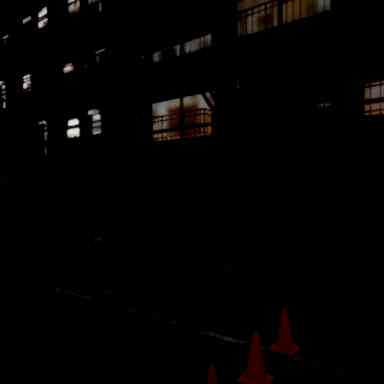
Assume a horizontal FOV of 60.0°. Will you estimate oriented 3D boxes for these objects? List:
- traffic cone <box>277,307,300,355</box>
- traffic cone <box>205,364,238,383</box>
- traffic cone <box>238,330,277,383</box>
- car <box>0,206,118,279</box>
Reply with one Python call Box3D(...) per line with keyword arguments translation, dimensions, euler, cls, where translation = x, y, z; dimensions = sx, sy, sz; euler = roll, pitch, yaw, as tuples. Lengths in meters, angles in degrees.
Box3D(translation=(1.346, 1.976, 4.840), dimensions=(0.340, 0.580, 0.340), euler=(0, 0, 35), cls="traffic cone")
Box3D(translation=(0.186, 1.967, 3.210), dimensions=(0.340, 0.580, 0.340), euler=(0, 0, 35), cls="traffic cone")
Box3D(translation=(0.766, 1.972, 4.025), dimensions=(0.340, 0.580, 0.340), euler=(0, 0, 35), cls="traffic cone")
Box3D(translation=(-4.427, 1.332, 10.138), dimensions=(5.009, 1.841, 2.192), euler=(0, 0, 35), cls="car")
